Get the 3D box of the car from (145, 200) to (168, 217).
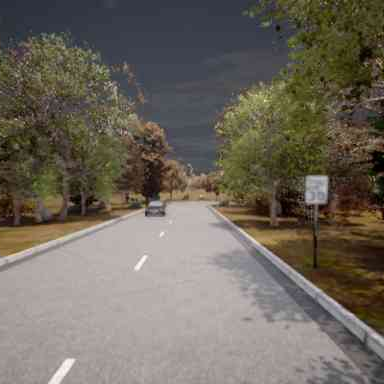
[{"bbox_3d":[-3.349,1.544,31.648,1.812,1.442,4.674,0,0,0],"label":"car"}]
